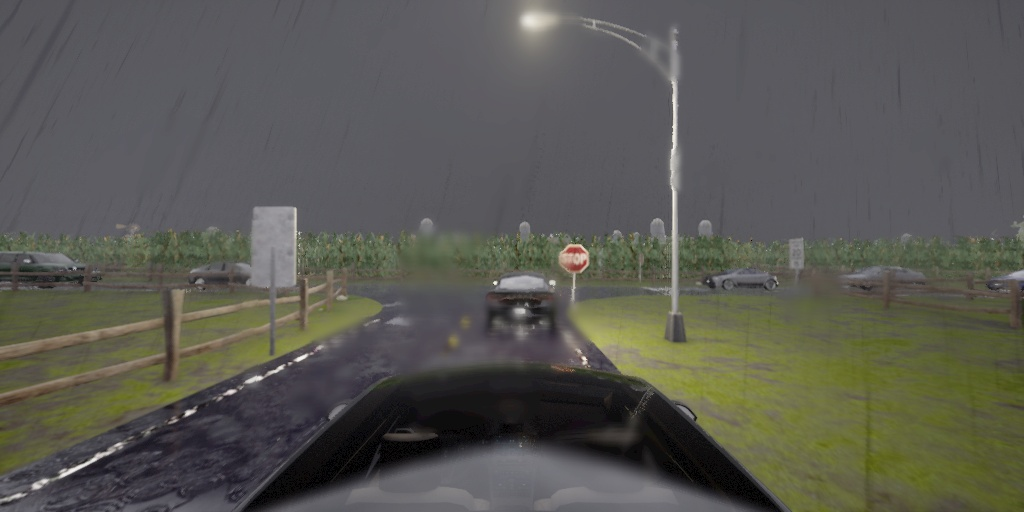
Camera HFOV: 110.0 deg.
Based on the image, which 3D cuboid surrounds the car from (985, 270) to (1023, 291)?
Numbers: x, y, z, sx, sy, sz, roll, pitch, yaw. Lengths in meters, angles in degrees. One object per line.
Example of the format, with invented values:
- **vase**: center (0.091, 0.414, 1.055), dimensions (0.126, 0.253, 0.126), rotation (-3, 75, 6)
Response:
- **car**: center (33.638, 1.586, 23.084), dimensions (4.674, 1.442, 1.812), rotation (0, -1, 1)

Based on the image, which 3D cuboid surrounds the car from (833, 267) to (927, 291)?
- **car**: center (23.623, 1.467, 23.149), dimensions (4.902, 1.511, 2.128), rotation (0, -1, 0)

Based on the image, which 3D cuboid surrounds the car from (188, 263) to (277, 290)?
- **car**: center (-15.523, 1.131, 20.385), dimensions (4.892, 1.490, 1.837), rotation (0, -1, 2)

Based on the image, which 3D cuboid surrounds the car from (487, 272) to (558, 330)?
- **car**: center (0.384, 1.229, 11.272), dimensions (1.882, 1.535, 5.008), rotation (0, 0, 4)

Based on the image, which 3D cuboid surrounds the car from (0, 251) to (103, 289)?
- **car**: center (-27.016, 0.775, 20.500), dimensions (5.566, 2.045, 2.150), rotation (0, -1, 1)

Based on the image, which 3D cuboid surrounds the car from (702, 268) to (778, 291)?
- **car**: center (14.679, 1.466, 23.203), dimensions (4.181, 1.385, 1.994), rotation (0, -1, 1)
